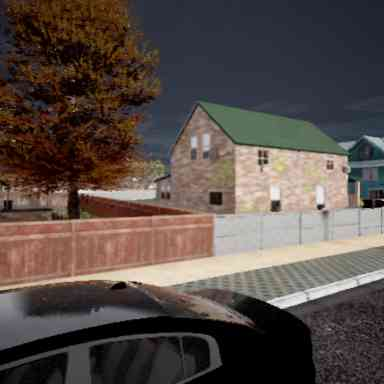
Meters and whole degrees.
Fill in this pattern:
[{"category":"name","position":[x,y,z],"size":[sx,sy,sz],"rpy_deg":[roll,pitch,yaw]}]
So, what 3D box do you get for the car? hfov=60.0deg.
[{"category":"car","position":[-1.256,1.477,2.177],"size":[5.008,1.535,1.882],"rpy_deg":[0,0,-35]}]
